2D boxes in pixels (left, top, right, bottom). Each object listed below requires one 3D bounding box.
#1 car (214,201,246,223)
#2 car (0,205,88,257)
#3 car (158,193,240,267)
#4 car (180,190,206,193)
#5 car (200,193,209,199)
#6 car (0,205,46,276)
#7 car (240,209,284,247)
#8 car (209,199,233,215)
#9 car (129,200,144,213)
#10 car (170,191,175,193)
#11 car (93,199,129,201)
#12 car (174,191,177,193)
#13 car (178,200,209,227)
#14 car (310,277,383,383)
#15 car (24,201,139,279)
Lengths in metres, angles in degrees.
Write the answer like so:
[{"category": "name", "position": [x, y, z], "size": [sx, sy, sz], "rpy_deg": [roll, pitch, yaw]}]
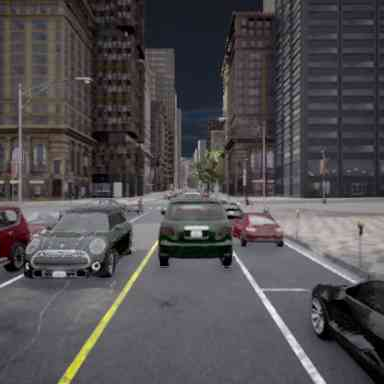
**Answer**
[{"category": "car", "position": [2.761, 1.463, 25.217], "size": [1.947, 1.339, 4.313], "rpy_deg": [0, 0, 0]}, {"category": "car", "position": [-5.763, 1.394, 13.257], "size": [1.967, 1.590, 4.097], "rpy_deg": [0, 0, 0]}, {"category": "car", "position": [0.067, 1.183, 11.449], "size": [2.150, 2.045, 5.566], "rpy_deg": [0, 0, -1]}, {"category": "car", "position": [0.069, 1.061, 35.350], "size": [2.150, 2.045, 5.566], "rpy_deg": [0, 1, 0]}, {"category": "car", "position": [3.044, 1.016, 81.441], "size": [1.887, 1.381, 4.507], "rpy_deg": [0, 1, 0]}, {"category": "car", "position": [-5.763, 1.290, 7.955], "size": [2.192, 1.841, 5.009], "rpy_deg": [0, 0, 0]}, {"category": "car", "position": [2.762, 1.531, 14.415], "size": [1.802, 1.307, 4.206], "rpy_deg": [0, 0, 0]}, {"category": "car", "position": [2.760, 1.420, 32.583], "size": [1.947, 1.339, 4.313], "rpy_deg": [0, 0, 0]}, {"category": "car", "position": [-5.766, 1.436, 32.586], "size": [1.802, 1.307, 4.206], "rpy_deg": [0, 0, 0]}, {"category": "car", "position": [-5.515, 1.066, 75.952], "size": [1.887, 1.381, 4.507], "rpy_deg": [0, 1, 0]}, {"category": "car", "position": [-7.503, 1.277, 26.661], "size": [4.403, 1.369, 2.008], "rpy_deg": [-1, 1, -9]}, {"category": "car", "position": [-5.481, 1.022, 81.492], "size": [2.008, 1.369, 4.403], "rpy_deg": [0, 1, 0]}, {"category": "car", "position": [0.092, 1.386, 22.942], "size": [1.882, 1.535, 5.008], "rpy_deg": [0, 0, 0]}, {"category": "car", "position": [2.763, 1.554, 3.616], "size": [1.947, 1.339, 4.313], "rpy_deg": [0, 0, 0]}, {"category": "car", "position": [-3.102, 1.319, 10.009], "size": [2.097, 1.767, 4.553], "rpy_deg": [0, 0, 0]}]
